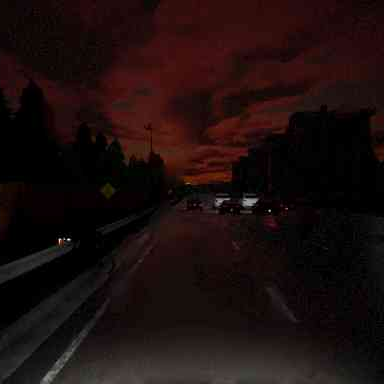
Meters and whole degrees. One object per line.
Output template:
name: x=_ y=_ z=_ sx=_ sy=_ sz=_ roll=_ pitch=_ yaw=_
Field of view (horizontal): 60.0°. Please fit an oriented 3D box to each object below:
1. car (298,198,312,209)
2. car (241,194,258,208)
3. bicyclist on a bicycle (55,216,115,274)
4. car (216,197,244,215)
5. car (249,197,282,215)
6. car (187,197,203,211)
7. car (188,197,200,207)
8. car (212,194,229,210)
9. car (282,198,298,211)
car: x=14.344 y=1.478 z=44.306 sx=1.882 sy=1.535 sz=5.008 roll=0 pitch=0 yaw=0
car: x=7.339 y=1.221 z=43.506 sx=2.150 sy=2.045 sz=5.566 roll=0 pitch=0 yaw=0
bicyclist on a bicycle: x=-2.909 y=1.491 z=9.104 sx=1.656 sy=1.620 sz=0.582 roll=4 pitch=0 yaw=-1
car: x=3.798 y=1.526 z=34.029 sx=1.812 sy=1.442 sz=4.674 roll=0 pitch=0 yaw=0
car: x=7.295 y=1.505 z=33.596 sx=1.837 sy=1.490 sz=4.892 roll=0 pitch=0 yaw=0
car: x=0.341 y=1.547 z=40.675 sx=2.033 sy=1.411 sz=5.357 roll=0 pitch=0 yaw=0
car: x=0.268 y=1.526 z=51.025 sx=1.812 sy=1.442 sz=4.674 roll=0 pitch=0 yaw=0
car: x=3.837 y=1.221 z=43.944 sx=2.150 sy=2.045 sz=5.566 roll=0 pitch=0 yaw=0
car: x=10.829 y=1.601 z=40.215 sx=1.895 sy=1.301 sz=4.718 roll=0 pitch=0 yaw=0
